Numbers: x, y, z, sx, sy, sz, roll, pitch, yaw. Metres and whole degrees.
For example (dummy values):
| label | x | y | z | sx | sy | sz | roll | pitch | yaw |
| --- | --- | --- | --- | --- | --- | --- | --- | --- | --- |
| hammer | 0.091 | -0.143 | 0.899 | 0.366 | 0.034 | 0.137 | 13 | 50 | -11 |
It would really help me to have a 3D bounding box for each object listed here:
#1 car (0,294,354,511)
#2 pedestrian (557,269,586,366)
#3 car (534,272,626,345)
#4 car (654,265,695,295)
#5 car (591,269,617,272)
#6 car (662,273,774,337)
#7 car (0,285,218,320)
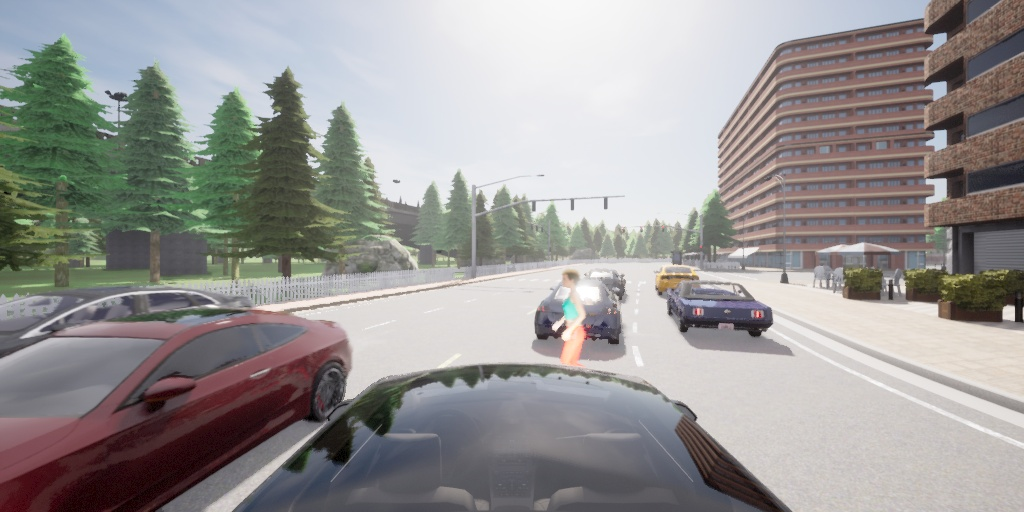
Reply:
| label | x | y | z | sx | sy | sz | roll | pitch | yaw |
| --- | --- | --- | --- | --- | --- | --- | --- | --- | --- |
| car | -3.248 | 1.276 | 3.186 | 1.812 | 1.442 | 4.674 | 0 | 0 | 6 |
| pedestrian | 0.840 | 1.044 | 4.865 | 0.375 | 1.860 | 0.375 | 0 | 0 | 9 |
| car | 1.918 | 1.314 | 9.698 | 1.994 | 1.385 | 4.181 | 0 | 0 | 16 |
| car | 8.768 | 1.227 | 19.235 | 1.882 | 1.535 | 5.008 | 0 | 0 | 19 |
| car | 4.533 | 1.313 | 17.680 | 1.994 | 1.385 | 4.181 | 0 | 0 | 19 |
| car | 5.665 | 1.350 | 10.423 | 1.895 | 1.301 | 4.718 | 0 | 0 | 18 |
| car | -6.452 | 1.241 | 5.414 | 2.128 | 1.511 | 4.902 | 0 | 0 | 9 |
